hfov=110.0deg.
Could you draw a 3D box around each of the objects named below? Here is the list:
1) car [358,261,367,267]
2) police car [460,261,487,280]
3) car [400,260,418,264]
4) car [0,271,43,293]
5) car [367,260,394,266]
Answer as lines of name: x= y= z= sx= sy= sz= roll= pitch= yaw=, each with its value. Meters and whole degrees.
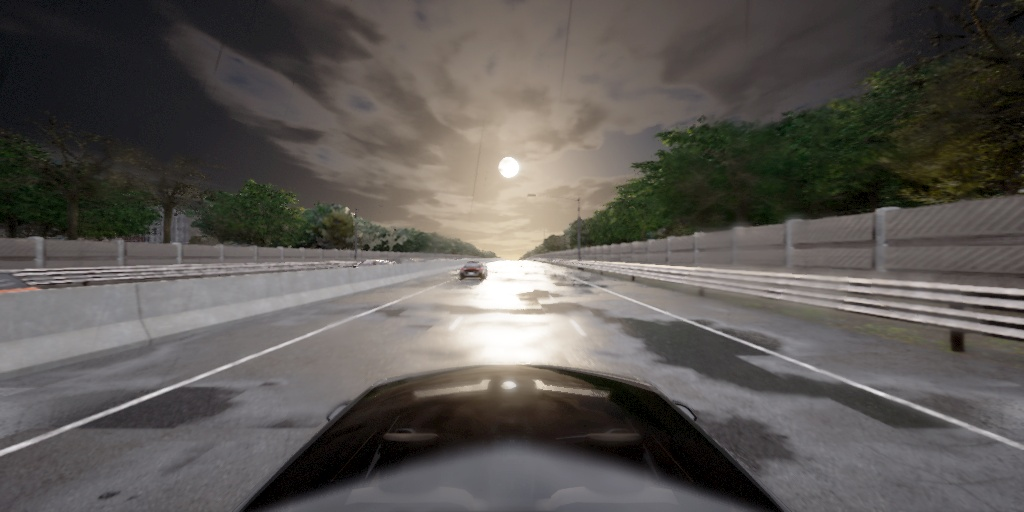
car: x=-20.644 y=1.370 z=52.197 sx=1.812 sy=1.442 sz=4.674 roll=0 pitch=0 yaw=1
police car: x=-3.267 y=1.268 z=31.293 sx=2.038 sy=1.542 sz=4.974 roll=0 pitch=0 yaw=0
car: x=-13.696 y=1.317 z=47.941 sx=1.837 sy=1.490 sz=4.892 roll=0 pitch=0 yaw=1
car: x=-14.036 y=1.155 z=8.102 sx=2.097 sy=1.767 sz=4.553 roll=0 pitch=0 yaw=1
car: x=-17.195 y=1.389 z=48.018 sx=1.994 sy=1.385 sz=4.181 roll=0 pitch=0 yaw=1
